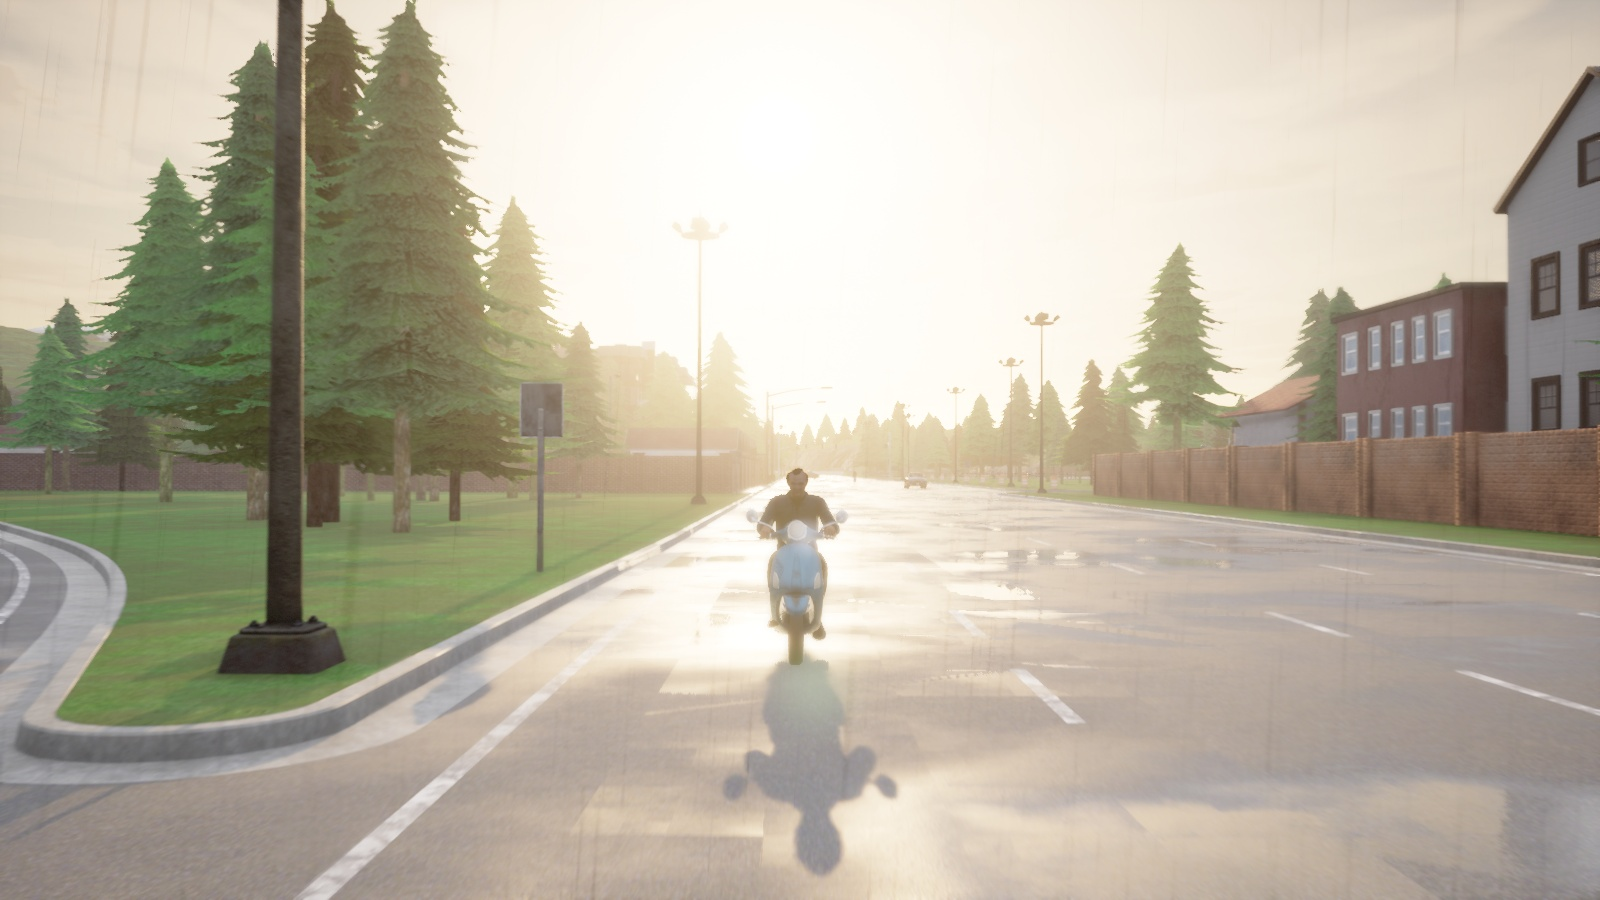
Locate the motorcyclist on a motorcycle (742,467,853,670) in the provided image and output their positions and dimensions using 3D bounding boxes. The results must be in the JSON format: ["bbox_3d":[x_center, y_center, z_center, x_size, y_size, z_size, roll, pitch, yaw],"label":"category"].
[{"bbox_3d":[-0.020,0.945,10.796,0.866,1.590,1.817,0,-1,0],"label":"motorcyclist on a motorcycle"}]
